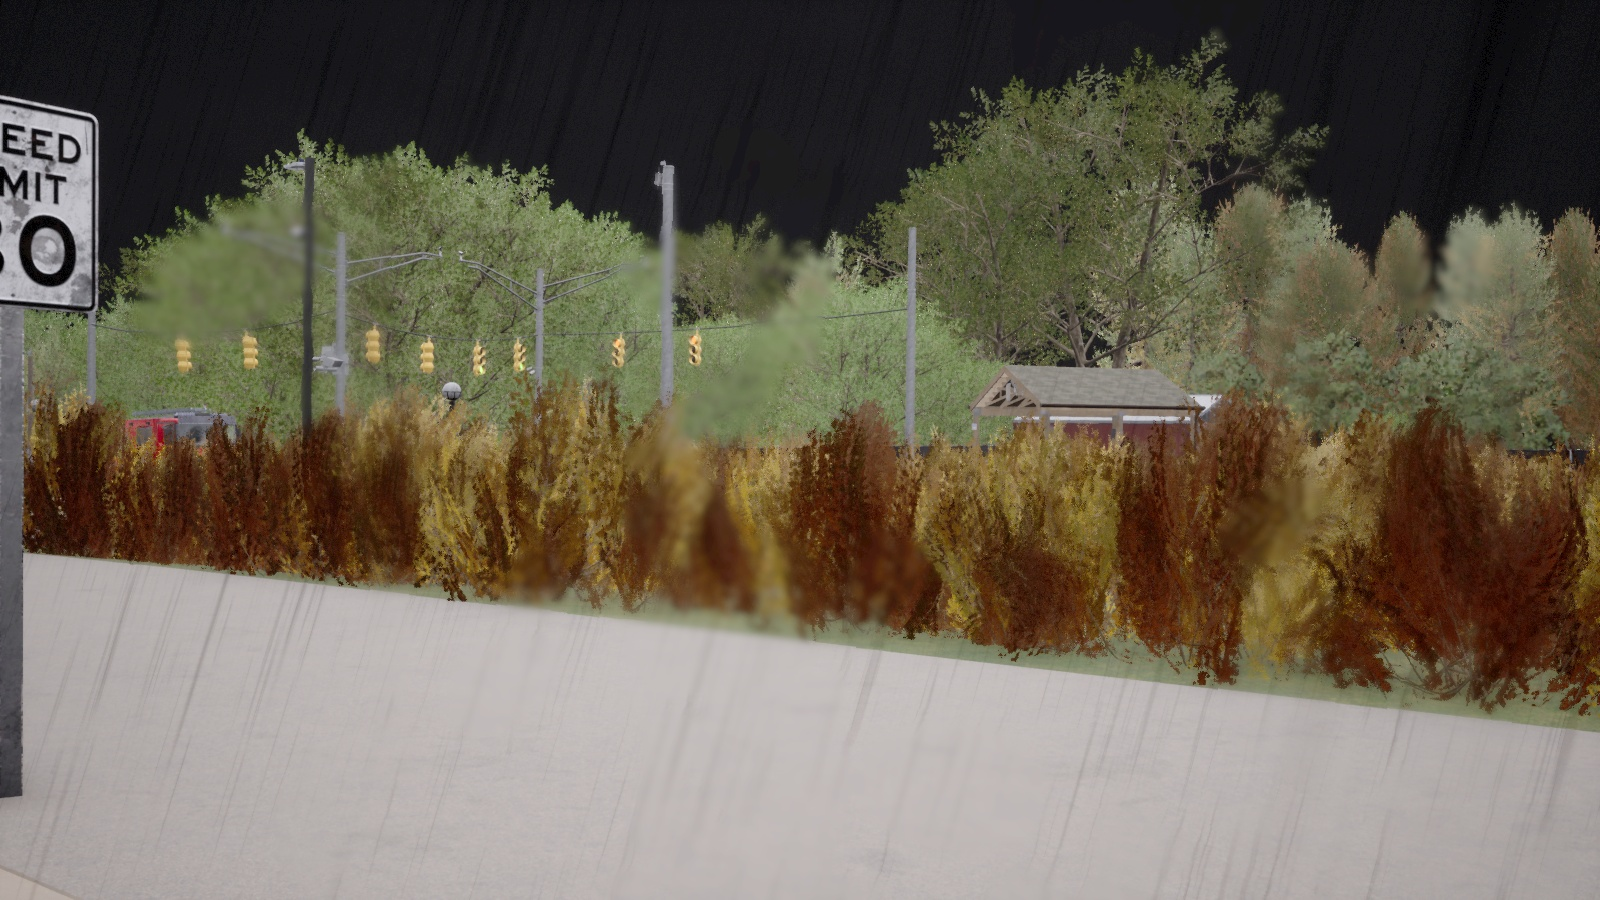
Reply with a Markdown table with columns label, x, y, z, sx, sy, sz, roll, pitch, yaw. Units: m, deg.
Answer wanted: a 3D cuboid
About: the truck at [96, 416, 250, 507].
| label | x | y | z | sx | sy | sz | roll | pitch | yaw |
| --- | --- | --- | --- | --- | --- | --- | --- | --- | --- |
| truck | -28.529 | 0.575 | 56.951 | 8.468 | 3.827 | 2.891 | -2 | 0 | 39 |
